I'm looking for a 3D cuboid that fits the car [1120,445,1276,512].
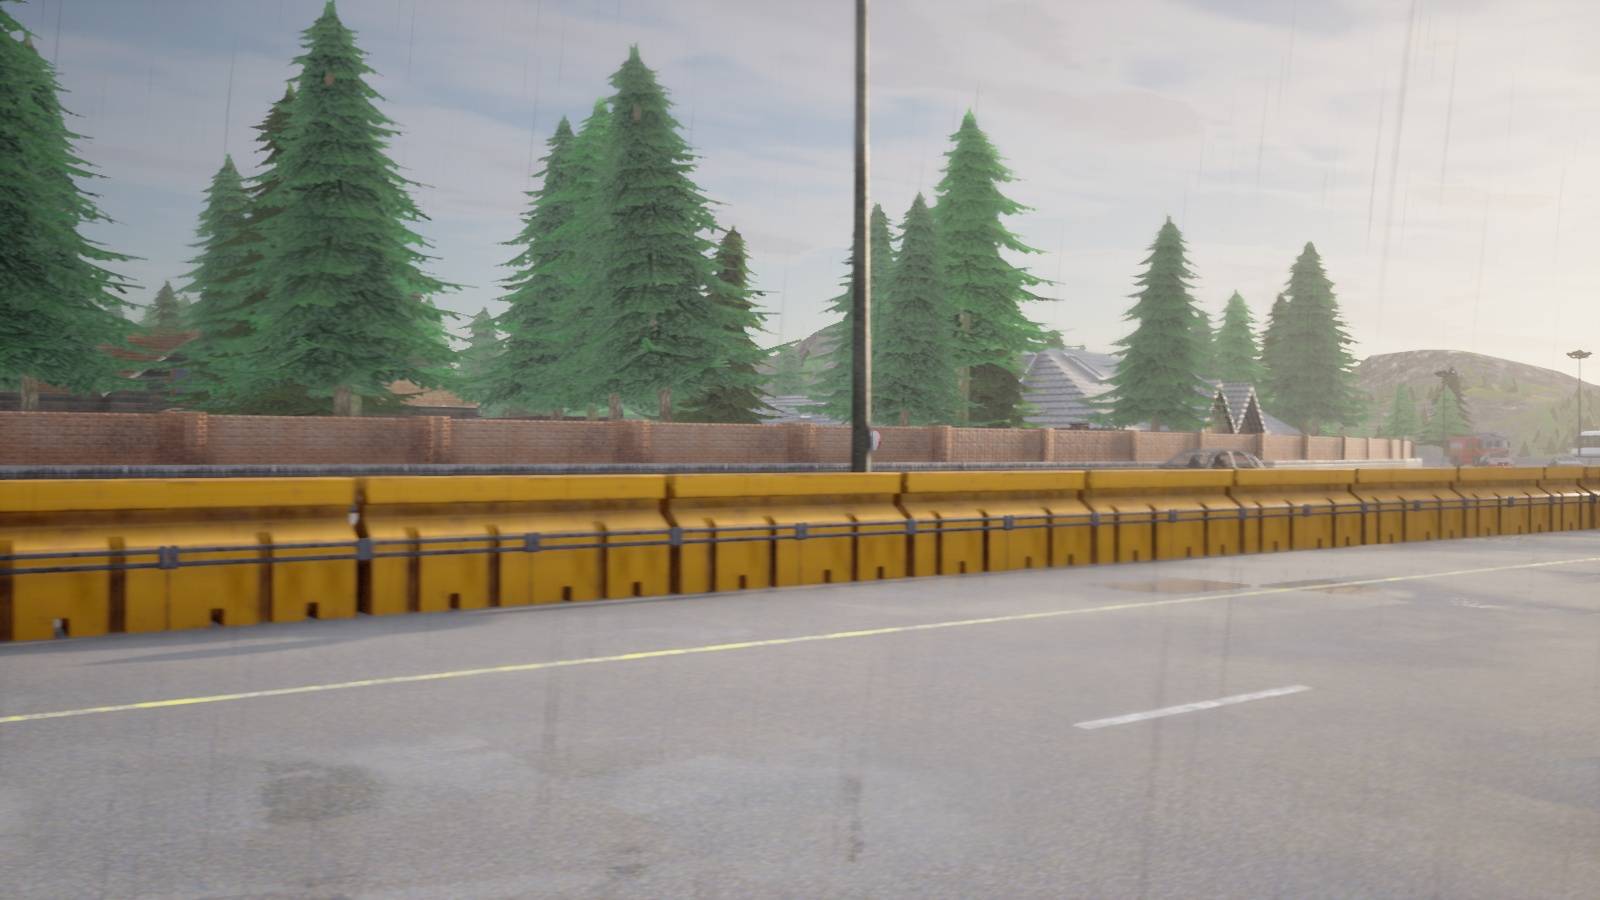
[{"bbox_3d":[10.230,0.700,32.200,3.988,1.617,1.851,0,0,-37],"label":"car"}]
